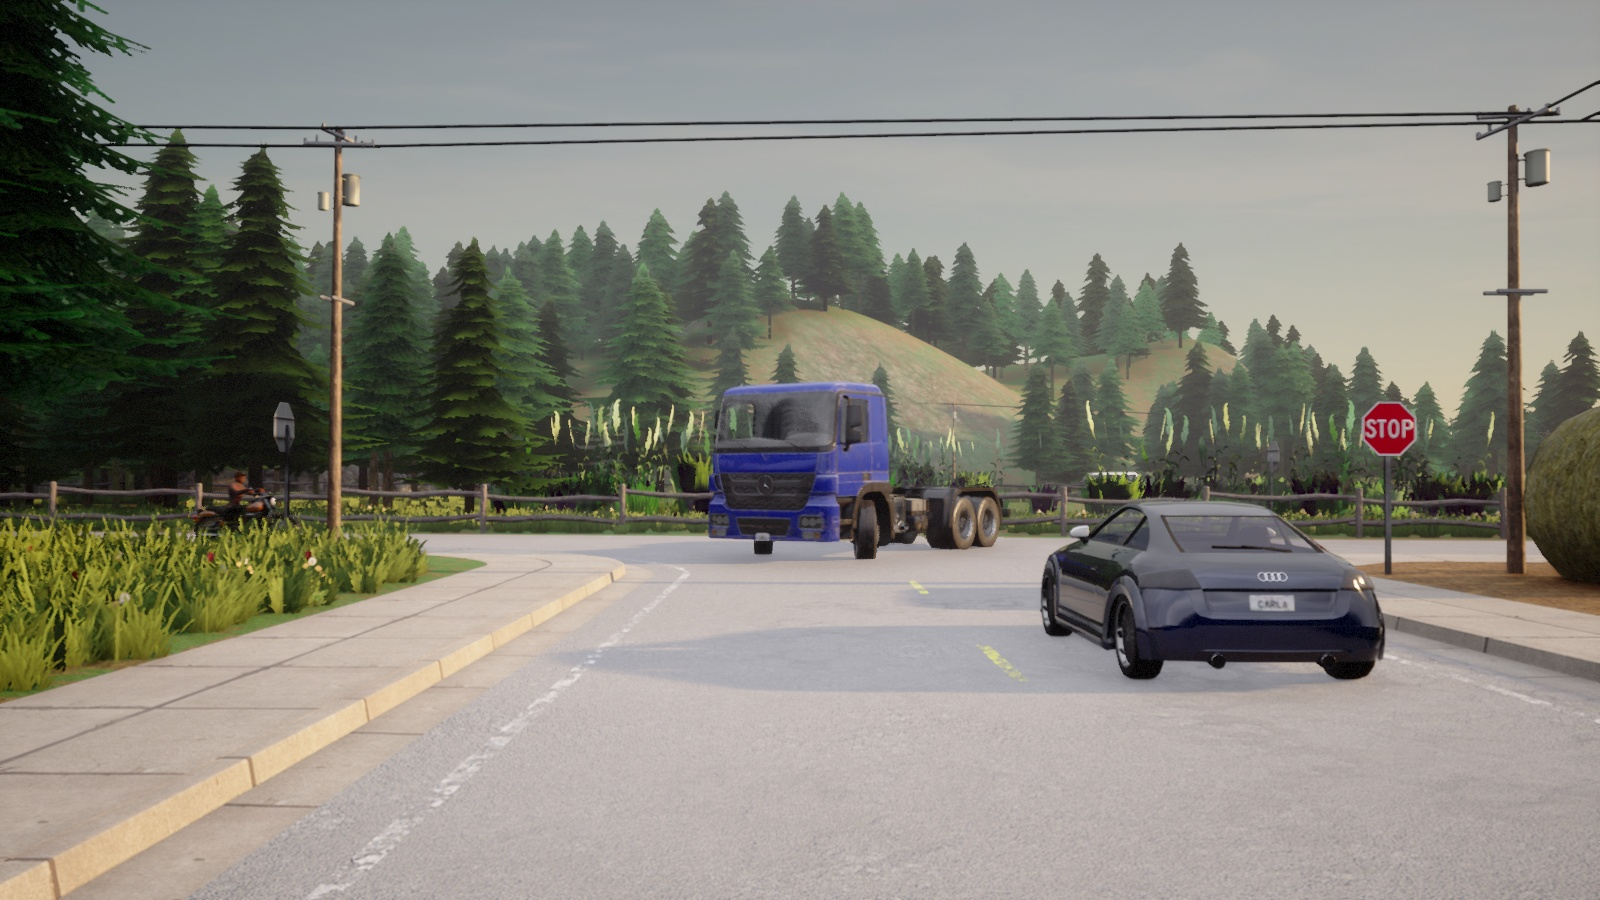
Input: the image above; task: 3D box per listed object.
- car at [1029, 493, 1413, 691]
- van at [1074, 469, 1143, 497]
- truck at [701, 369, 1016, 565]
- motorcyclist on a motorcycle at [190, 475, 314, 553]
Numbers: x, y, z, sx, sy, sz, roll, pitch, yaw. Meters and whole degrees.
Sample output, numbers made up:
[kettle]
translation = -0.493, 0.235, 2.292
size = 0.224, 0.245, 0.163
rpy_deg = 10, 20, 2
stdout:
[car]
translation = 3.476, 1.114, 11.313
size = 1.994, 1.385, 4.181
rpy_deg = 0, -1, -1
[van]
translation = 22.599, 2.416, 91.993
size = 4.480, 2.038, 2.069
rpy_deg = 0, -1, -4
[truck]
translation = 1.537, 0.376, 26.251
size = 2.891, 3.462, 7.936
rpy_deg = -1, -1, 33
[motorcyclist on a motorcycle]
translation = -11.827, 1.364, 27.122
size = 2.350, 1.649, 0.766
rpy_deg = 0, -1, 3
